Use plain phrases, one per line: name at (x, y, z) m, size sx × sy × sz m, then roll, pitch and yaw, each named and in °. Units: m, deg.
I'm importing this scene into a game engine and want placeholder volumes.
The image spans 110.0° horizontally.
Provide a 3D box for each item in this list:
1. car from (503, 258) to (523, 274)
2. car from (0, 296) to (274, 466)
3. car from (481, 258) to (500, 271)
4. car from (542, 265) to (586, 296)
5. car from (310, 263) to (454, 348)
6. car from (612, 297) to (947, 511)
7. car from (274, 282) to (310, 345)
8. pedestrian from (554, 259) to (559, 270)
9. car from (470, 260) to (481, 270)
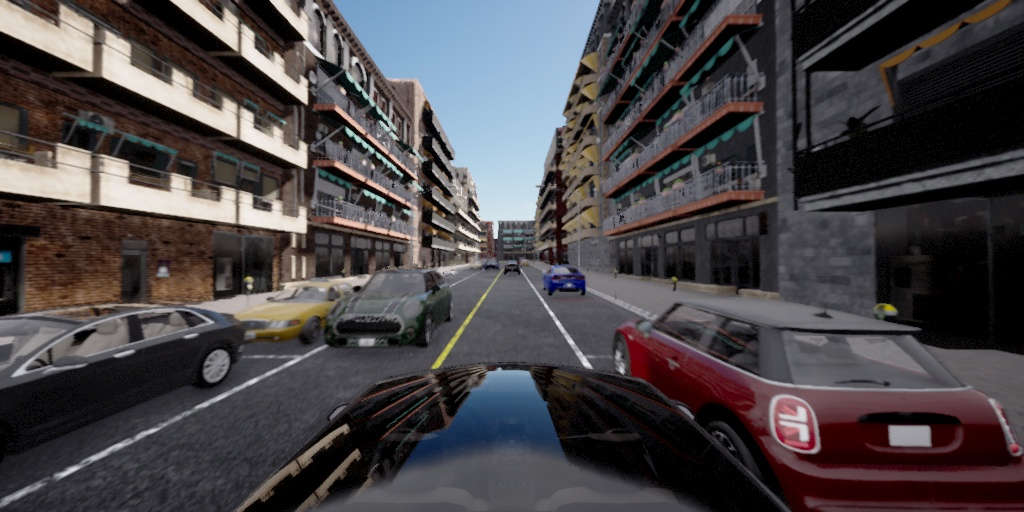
car at (0.047, 1.295, 40.838) m, size 1.837 × 1.490 × 4.892 m, roll 0°, pitch 0°, yaw 1°
car at (-5.315, 1.301, 4.227) m, size 2.007 × 1.370 × 4.403 m, roll 0°, pitch 0°, yaw 0°
car at (-2.842, 1.155, 50.971) m, size 2.097 × 1.767 × 4.553 m, roll 0°, pitch 0°, yaw 0°
car at (2.743, 1.242, 19.667) m, size 1.882 × 1.535 × 5.008 m, roll 0°, pitch 0°, yaw 0°
car at (-2.853, 1.105, 9.301) m, size 2.097 × 1.767 × 4.553 m, roll 0°, pitch 0°, yaw 0°
car at (2.565, 1.191, 4.264) m, size 1.967 × 1.591 × 4.097 m, roll 0°, pitch 0°, yaw 0°
car at (-5.317, 1.279, 9.619) m, size 1.751 × 1.417 × 4.829 m, roll 0°, pitch 0°, yaw 0°
pedestrian at (2.742, 1.061, 22.685) m, size 0.375 × 1.860 × 0.375 m, roll 1°, pitch -1°, yaw 0°
car at (-5.334, 1.333, 54.132) m, size 1.751 × 1.417 × 4.829 m, roll 0°, pitch 0°, yaw 0°
